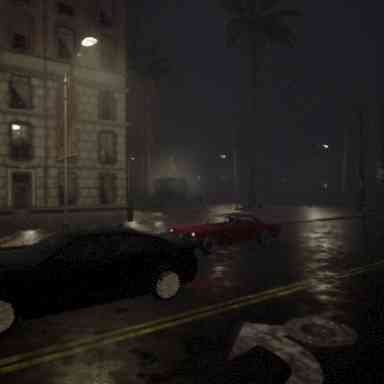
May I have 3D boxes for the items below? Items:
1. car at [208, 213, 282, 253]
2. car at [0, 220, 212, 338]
[{"bbox_3d":[1.378,1.554,13.443,4.718,1.301,1.895,0,0,-35],"label":"car"},{"bbox_3d":[-2.200,1.466,6.691,5.008,1.535,1.882,-1,0,-35],"label":"car"}]
